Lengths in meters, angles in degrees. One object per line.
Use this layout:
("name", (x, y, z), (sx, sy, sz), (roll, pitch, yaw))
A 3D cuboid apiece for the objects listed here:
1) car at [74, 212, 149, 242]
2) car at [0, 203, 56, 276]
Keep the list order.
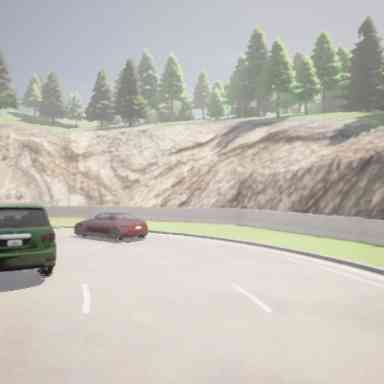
("car", (-4.315, 1.742, 17.623), (4.181, 1.385, 1.994), (0, -1, 35))
("car", (-5.739, 1.325, 10.132), (2.150, 2.045, 5.566), (2, -1, -35))
